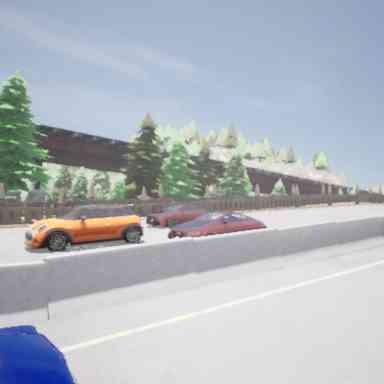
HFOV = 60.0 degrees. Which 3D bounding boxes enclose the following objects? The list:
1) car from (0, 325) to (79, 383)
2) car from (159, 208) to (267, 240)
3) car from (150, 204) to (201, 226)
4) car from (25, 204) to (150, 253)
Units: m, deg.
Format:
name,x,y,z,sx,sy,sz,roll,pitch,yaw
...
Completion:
name,x,y,z,sx,sy,sz,roll,pitch,yaw
car,-2.960,1.603,1.635,4.718,1.301,1.895,0,0,-35
car,1.103,1.481,13.378,4.181,1.385,1.994,-1,0,-35
car,-0.706,1.449,20.687,4.181,1.385,1.994,-1,0,-35
car,-4.361,1.318,13.777,4.553,1.767,2.097,-1,0,-35
